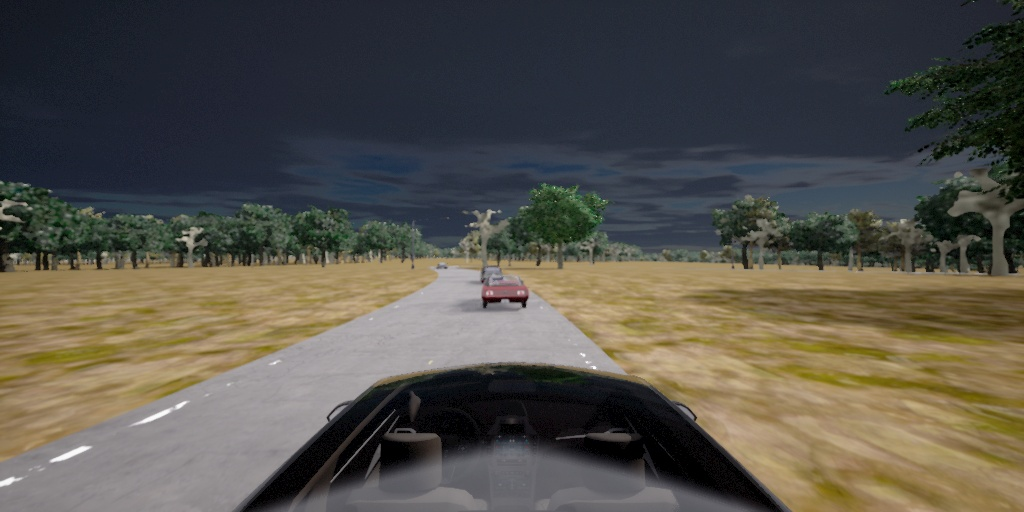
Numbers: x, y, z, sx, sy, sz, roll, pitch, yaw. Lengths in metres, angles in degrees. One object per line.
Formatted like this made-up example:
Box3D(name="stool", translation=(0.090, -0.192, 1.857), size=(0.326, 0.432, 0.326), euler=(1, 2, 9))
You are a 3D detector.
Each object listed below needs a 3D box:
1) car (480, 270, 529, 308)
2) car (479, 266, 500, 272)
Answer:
Box3D(name="car", translation=(-0.387, 1.486, 16.085), size=(1.895, 1.301, 4.718), euler=(0, -1, -3))
Box3D(name="car", translation=(-1.794, 1.576, 31.001), size=(2.033, 1.411, 5.357), euler=(0, -1, -7))
